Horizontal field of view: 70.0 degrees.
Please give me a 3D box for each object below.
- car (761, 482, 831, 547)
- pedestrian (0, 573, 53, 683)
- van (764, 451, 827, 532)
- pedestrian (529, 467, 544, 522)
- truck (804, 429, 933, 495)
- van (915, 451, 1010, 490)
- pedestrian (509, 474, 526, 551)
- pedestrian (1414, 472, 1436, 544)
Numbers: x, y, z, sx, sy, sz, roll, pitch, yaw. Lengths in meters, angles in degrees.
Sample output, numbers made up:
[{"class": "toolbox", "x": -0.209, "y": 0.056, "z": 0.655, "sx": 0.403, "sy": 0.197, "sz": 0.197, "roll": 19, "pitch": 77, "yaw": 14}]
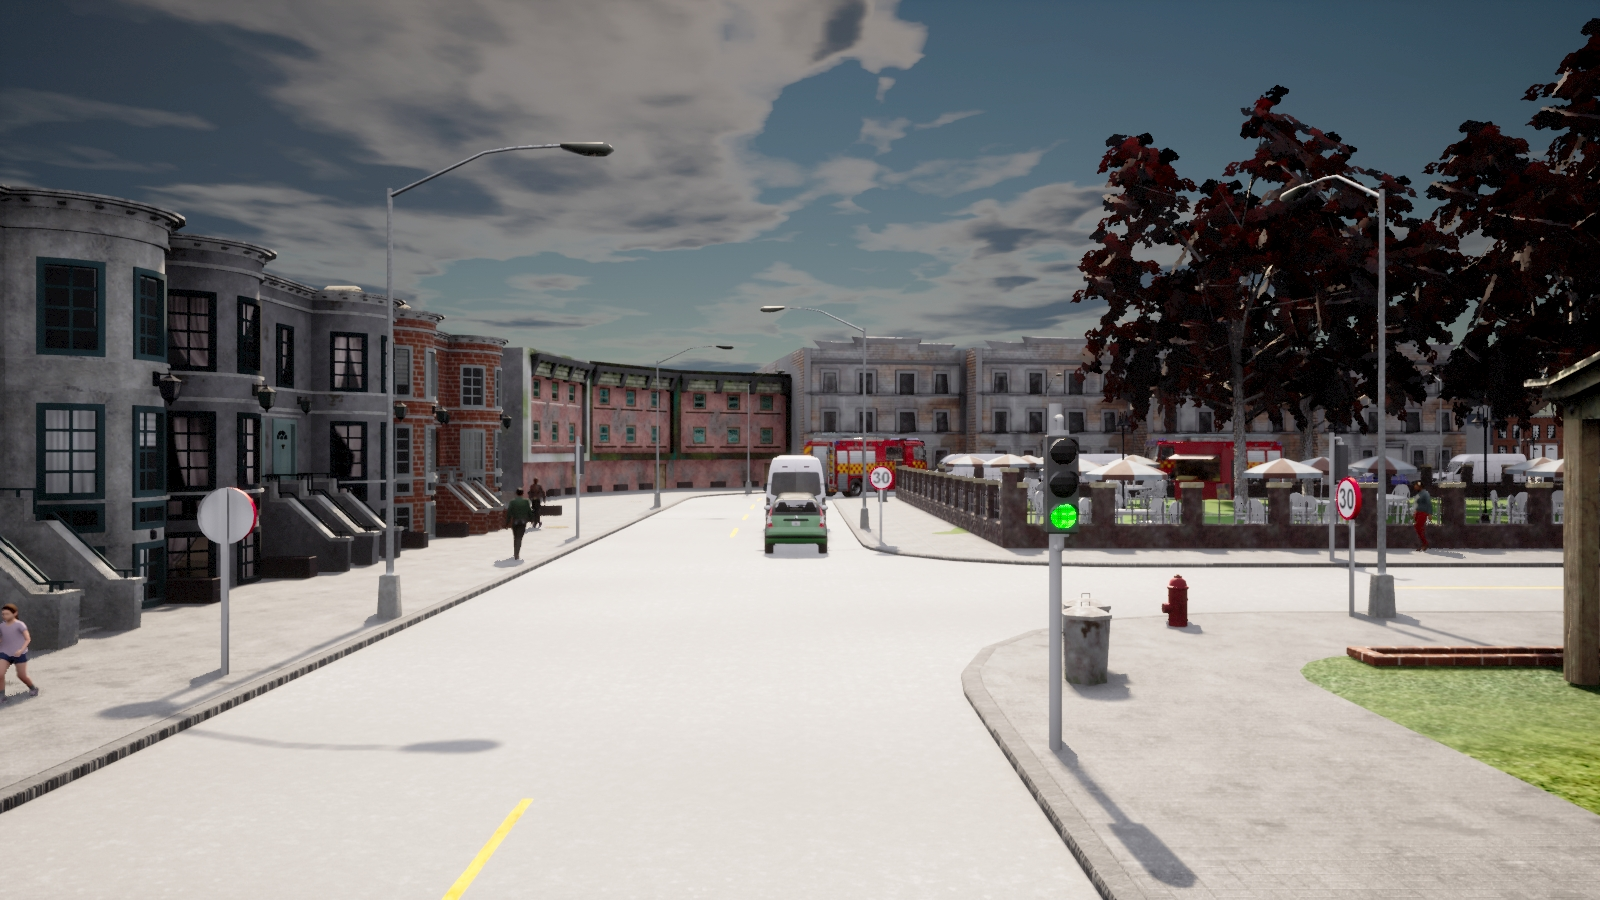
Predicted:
[{"class": "car", "x": -0.119, "y": 1.779, "z": 32.373, "sx": 1.851, "sy": 1.617, "sz": 3.988, "roll": 0, "pitch": 0, "yaw": 0}, {"class": "pedestrian", "x": -8.453, "y": 1.904, "z": 12.303, "sx": 0.500, "sy": 1.100, "sz": 0.500, "roll": 0, "pitch": 0, "yaw": -2}, {"class": "van", "x": -0.147, "y": 1.315, "z": 39.074, "sx": 1.988, "sy": 2.561, "sz": 5.915, "roll": 0, "pitch": 0, "yaw": 0}, {"class": "pedestrian", "x": -8.981, "y": 1.524, "z": 38.961, "sx": 0.375, "sy": 1.860, "sz": 0.375, "roll": 0, "pitch": 0, "yaw": 7}, {"class": "truck", "x": 4.295, "y": 0.672, "z": 70.228, "sx": 8.468, "sy": 3.827, "sz": 2.891, "roll": 0, "pitch": 0, "yaw": -43}, {"class": "van", "x": 10.550, "y": 1.314, "z": 74.428, "sx": 5.915, "sy": 2.561, "sz": 1.988, "roll": 0, "pitch": 0, "yaw": 0}, {"class": "pedestrian", "x": -6.934, "y": 1.524, "z": 28.077, "sx": 0.375, "sy": 1.860, "sz": 0.375, "roll": 0, "pitch": 0, "yaw": -9}, {"class": "pedestrian", "x": 16.398, "y": 1.517, "z": 29.973, "sx": 0.375, "sy": 1.860, "sz": 0.375, "roll": 0, "pitch": 0, "yaw": 1}]
